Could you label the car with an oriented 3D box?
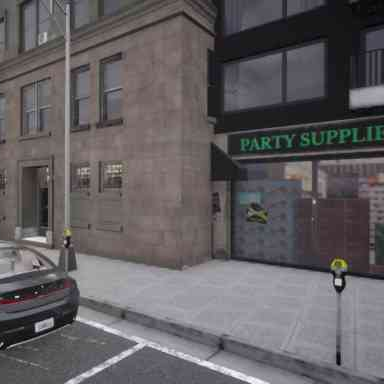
[{"bbox_3d":[-3.762,1.550,5.726,4.403,1.369,2.008,0,0,35],"label":"car"}]
